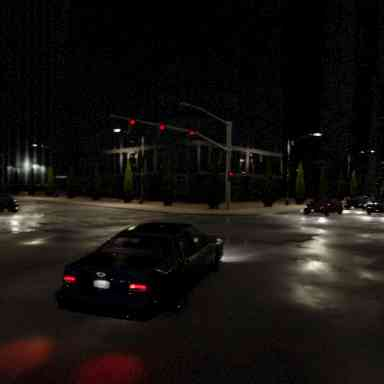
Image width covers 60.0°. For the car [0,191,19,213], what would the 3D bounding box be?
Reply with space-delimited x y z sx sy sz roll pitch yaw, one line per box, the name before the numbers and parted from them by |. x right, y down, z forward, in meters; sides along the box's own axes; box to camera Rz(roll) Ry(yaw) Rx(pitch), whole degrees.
car | -15.090 0.697 25.584 4.553 1.767 2.097 2 1 43

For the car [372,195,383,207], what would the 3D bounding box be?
car | 24.130 1.127 41.395 1.895 1.301 4.718 2 2 44

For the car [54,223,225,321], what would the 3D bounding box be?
car | -0.643 1.411 7.461 2.033 1.411 5.357 1 1 17

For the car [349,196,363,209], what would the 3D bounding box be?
car | 17.468 1.116 34.325 2.033 1.411 5.357 2 1 43

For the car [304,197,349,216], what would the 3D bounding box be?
car | 10.909 1.138 27.329 1.812 1.442 4.674 2 1 43

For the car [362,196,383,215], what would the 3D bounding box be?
car | 16.220 1.200 27.859 1.812 1.442 4.674 2 2 45
